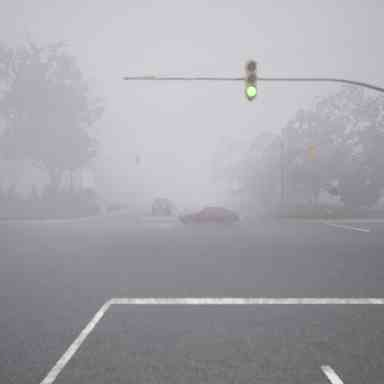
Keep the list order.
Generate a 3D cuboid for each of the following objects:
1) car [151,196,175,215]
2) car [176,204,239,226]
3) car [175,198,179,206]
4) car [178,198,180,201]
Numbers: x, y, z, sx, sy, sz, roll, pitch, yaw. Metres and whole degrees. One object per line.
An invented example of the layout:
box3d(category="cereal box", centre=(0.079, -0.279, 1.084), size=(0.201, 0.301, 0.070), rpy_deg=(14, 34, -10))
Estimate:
box3d(category="car", centre=(-3.614, 1.682, 39.850), size=(2.150, 2.045, 5.566), rpy_deg=(0, -1, 0))
box3d(category="car", centre=(1.305, 1.825, 25.649), size=(4.674, 1.442, 1.812), rpy_deg=(0, -1, -3))
box3d(category="car", centre=(-3.629, 2.139, 52.992), size=(2.033, 1.411, 5.357), rpy_deg=(0, 0, 0))
box3d(category="car", centre=(-3.884, 2.250, 67.617), size=(1.994, 1.385, 4.181), rpy_deg=(0, 0, -3))
